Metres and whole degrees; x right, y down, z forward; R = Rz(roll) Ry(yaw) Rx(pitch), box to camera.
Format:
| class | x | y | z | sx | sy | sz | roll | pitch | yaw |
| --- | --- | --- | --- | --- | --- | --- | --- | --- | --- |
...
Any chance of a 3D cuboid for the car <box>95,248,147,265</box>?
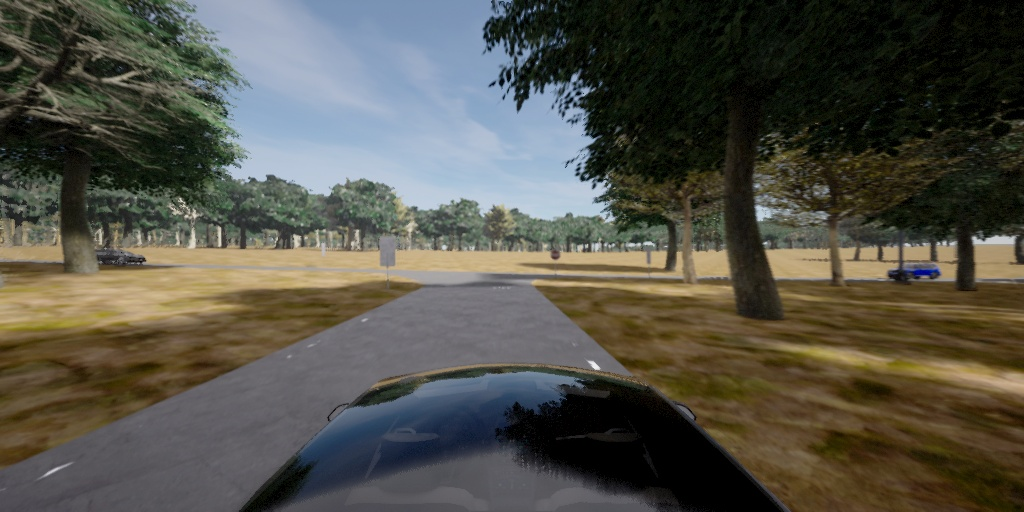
| class | x | y | z | sx | sy | sz | roll | pitch | yaw |
| --- | --- | --- | --- | --- | --- | --- | --- | --- | --- |
| car | -37.564 | 0.040 | 33.820 | 4.892 | 1.490 | 1.837 | 2 | -1 | -5 |
